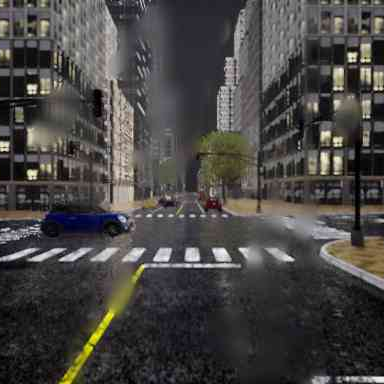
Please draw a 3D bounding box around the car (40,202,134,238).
[{"bbox_3d":[-5.427,1.378,17.605,4.553,1.767,2.097,0,0,-1],"label":"car"}]

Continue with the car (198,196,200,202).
[{"bbox_3d":[2.480,1.761,57.387,1.802,1.307,4.206,0,0,0],"label":"car"}]

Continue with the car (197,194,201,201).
[{"bbox_3d":[2.400,1.555,79.949,2.192,1.841,5.009,0,0,0],"label":"car"}]

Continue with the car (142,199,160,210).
[{"bbox_3d":[-5.862,1.671,45.903,1.752,1.417,4.829,0,0,0],"label":"car"}]

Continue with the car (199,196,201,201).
[{"bbox_3d":[2.498,1.688,51.916,1.752,1.417,4.829,0,0,0],"label":"car"}]

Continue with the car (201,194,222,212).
[{"bbox_3d":[2.536,1.444,40.466,2.192,1.841,5.009,0,0,0],"label":"car"}]

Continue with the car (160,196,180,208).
[{"bbox_3d":[-3.251,1.724,50.538,1.994,1.385,4.181,0,0,0],"label":"car"}]

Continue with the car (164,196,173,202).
[{"bbox_3d":[-5.997,1.779,85.371,1.752,1.417,4.829,0,0,0],"label":"car"}]

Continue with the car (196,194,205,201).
[{"bbox_3d":[2.361,1.582,91.230,2.192,1.841,5.009,0,0,0],"label":"car"}]
